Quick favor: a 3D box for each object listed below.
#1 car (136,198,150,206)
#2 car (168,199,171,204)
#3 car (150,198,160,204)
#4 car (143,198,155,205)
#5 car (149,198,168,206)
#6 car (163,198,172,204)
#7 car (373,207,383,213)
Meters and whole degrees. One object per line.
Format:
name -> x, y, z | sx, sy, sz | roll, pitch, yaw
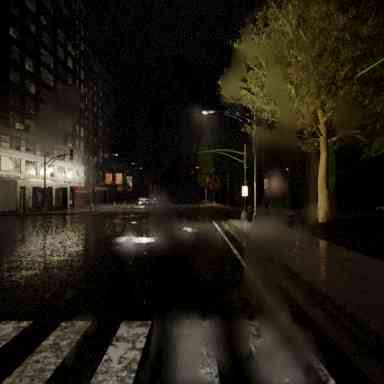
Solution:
car -> -9.627, 1.922, 64.617 | 2.128, 1.511, 4.902 | 0, -1, 1
car -> -6.314, 2.039, 74.300 | 1.882, 1.535, 5.008 | 0, -1, 0
car -> -9.536, 2.267, 85.456 | 2.033, 1.411, 5.357 | 0, -1, 0
car -> -9.563, 2.110, 74.913 | 2.033, 1.411, 5.357 | 0, -1, 0
car -> -6.378, 1.975, 64.351 | 2.033, 1.411, 5.357 | 0, -1, 1
car -> -6.288, 2.311, 84.625 | 1.895, 1.301, 4.718 | 0, -1, 0
car -> 42.449, 3.999, 74.974 | 5.357, 1.411, 2.033 | 4, -3, -45
